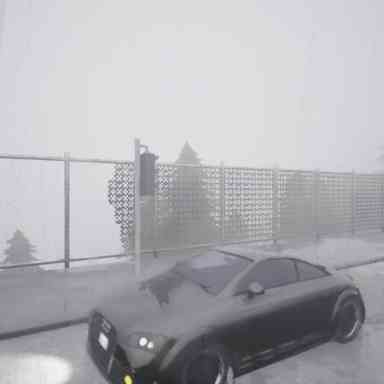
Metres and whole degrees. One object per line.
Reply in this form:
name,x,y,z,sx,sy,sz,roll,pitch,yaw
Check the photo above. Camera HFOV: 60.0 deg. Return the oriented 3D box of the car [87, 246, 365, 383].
car,0.649,1.564,4.968,4.181,1.385,1.994,0,0,-32
